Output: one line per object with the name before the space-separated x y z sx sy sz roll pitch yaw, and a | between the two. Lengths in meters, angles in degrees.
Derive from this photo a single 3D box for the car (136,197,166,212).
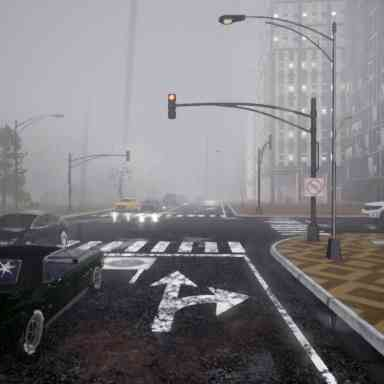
car | -4.602 1.591 37.968 1.895 1.301 4.718 0 0 4

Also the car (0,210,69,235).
car | -6.279 1.502 12.526 1.837 1.490 4.892 0 0 2

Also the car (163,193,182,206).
car | -3.376 1.216 53.409 2.150 2.045 5.566 0 0 5

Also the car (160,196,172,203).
car | -5.342 1.558 68.621 1.994 1.385 4.181 0 0 5

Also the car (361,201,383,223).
car | 14.830 1.059 22.949 5.566 2.045 2.150 0 0 5

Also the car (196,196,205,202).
car | 1.972 1.546 78.562 2.033 1.411 5.357 0 0 5

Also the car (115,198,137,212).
car | -7.728 1.468 39.725 1.882 1.535 5.008 0 0 5

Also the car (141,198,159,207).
car | -6.649 1.592 53.296 1.895 1.301 4.718 0 0 5

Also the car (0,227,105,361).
car | -3.043 1.600 5.946 1.895 1.301 4.718 0 0 1

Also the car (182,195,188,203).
car | -2.074 1.354 68.692 2.097 1.767 4.553 0 0 5
